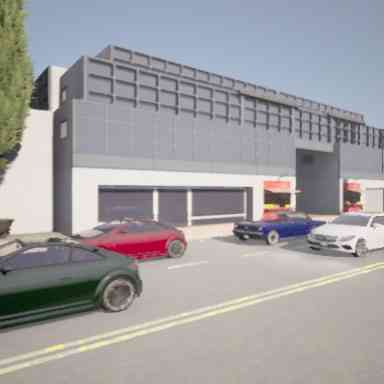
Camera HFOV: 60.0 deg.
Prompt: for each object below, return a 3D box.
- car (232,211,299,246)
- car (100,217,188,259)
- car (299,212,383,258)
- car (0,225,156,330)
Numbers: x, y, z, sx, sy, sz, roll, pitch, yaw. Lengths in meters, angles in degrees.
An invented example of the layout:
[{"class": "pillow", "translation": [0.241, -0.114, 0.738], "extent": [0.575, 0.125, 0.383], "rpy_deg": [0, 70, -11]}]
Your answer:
[{"class": "car", "translation": [4.110, 1.579, 15.397], "extent": [4.718, 1.301, 1.895], "rpy_deg": [0, 0, -35]}, {"class": "car", "translation": [-2.202, 1.556, 10.980], "extent": [4.181, 1.385, 1.994], "rpy_deg": [0, 0, -36]}, {"class": "car", "translation": [6.430, 1.503, 12.761], "extent": [4.674, 1.442, 1.812], "rpy_deg": [0, 0, -35]}, {"class": "car", "translation": [-3.029, 1.563, 6.103], "extent": [4.181, 1.385, 1.994], "rpy_deg": [0, 0, -35]}]
